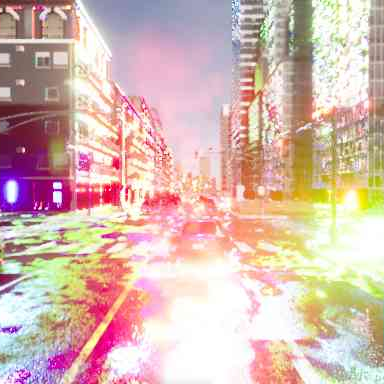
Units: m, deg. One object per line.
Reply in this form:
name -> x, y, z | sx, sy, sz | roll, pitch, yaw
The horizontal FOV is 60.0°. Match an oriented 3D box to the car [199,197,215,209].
car -> 2.545, 1.807, 50.716 | 1.887, 1.381, 4.507 | -1, 0, 0

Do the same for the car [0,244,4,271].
car -> -5.713, 1.586, 6.927 | 2.008, 1.369, 4.403 | -1, 0, 0

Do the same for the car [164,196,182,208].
car -> -3.179, 1.843, 53.829 | 1.994, 1.385, 4.181 | 0, 0, 0

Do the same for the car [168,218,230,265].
car -> 0.363, 1.632, 12.028 | 1.994, 1.385, 4.181 | 0, -1, 5

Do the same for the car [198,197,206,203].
car -> 2.477, 1.995, 84.610 | 1.887, 1.381, 4.507 | -1, 0, 0

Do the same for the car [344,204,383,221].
car -> 14.622, 1.608, 26.994 | 4.313, 1.339, 1.947 | 0, 1, 0

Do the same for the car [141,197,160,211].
car -> -5.790, 1.777, 44.993 | 1.887, 1.381, 4.507 | -1, 0, 0

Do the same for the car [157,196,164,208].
car -> -5.803, 1.703, 50.643 | 1.967, 1.590, 4.097 | -1, 0, 0

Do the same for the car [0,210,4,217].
car -> -17.936, 1.639, 26.873 | 4.829, 1.417, 1.752 | 0, 1, 0

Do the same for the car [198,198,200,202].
car -> 2.500, 1.938, 73.312 | 2.008, 1.369, 4.403 | -1, 0, 0

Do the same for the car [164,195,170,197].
car -> -5.828, 1.639, 61.942 | 2.192, 1.841, 5.009 | -1, 0, 0
